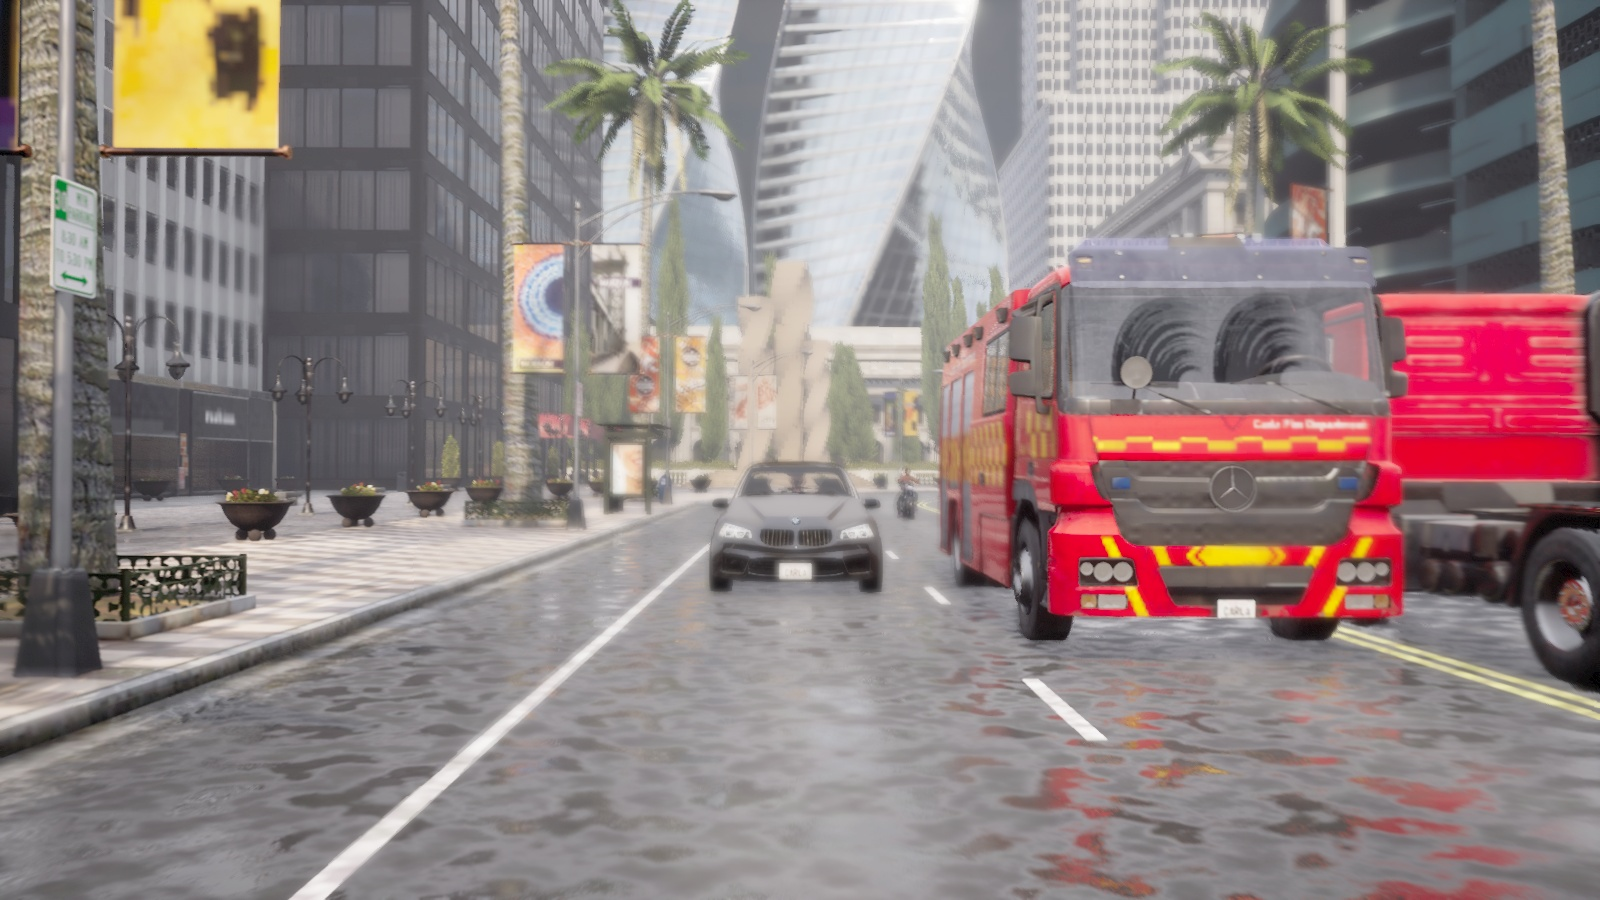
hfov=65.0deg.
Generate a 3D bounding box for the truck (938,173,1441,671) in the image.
[{"bbox_3d":[3.460,-0.149,13.908,2.891,3.827,8.468,0,-1,0],"label":"truck"}]

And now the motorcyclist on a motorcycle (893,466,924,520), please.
[{"bbox_3d":[3.456,1.350,40.005,0.766,1.649,2.350,0,-1,0],"label":"motorcyclist on a motorcycle"}]

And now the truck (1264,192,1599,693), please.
[{"bbox_3d":[6.966,-0.025,10.897,2.891,3.462,7.936,0,-1,0],"label":"truck"}]

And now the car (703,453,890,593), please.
[{"bbox_3d":[-0.044,0.919,17.382,2.242,1.667,4.611,0,-1,0],"label":"car"}]
